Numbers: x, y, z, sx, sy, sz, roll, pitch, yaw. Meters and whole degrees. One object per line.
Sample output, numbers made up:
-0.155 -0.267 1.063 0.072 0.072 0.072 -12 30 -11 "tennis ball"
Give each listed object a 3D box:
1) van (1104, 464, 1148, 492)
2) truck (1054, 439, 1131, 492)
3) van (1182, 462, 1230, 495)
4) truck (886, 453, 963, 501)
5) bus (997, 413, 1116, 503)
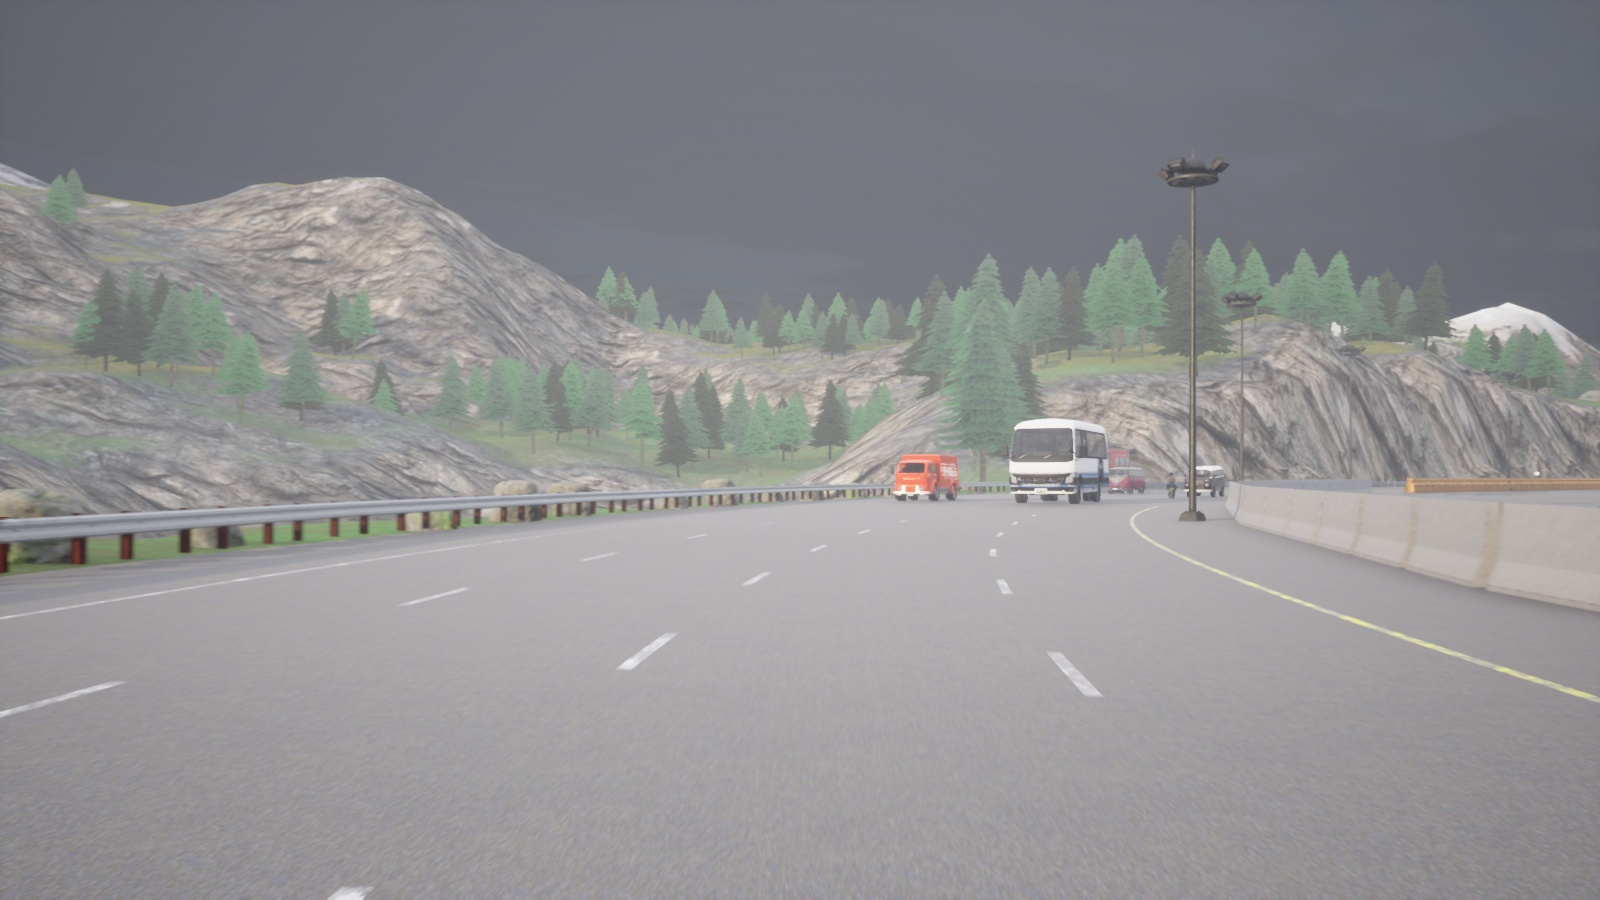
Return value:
23.788 2.055 91.594 1.775 1.987 4.442 -1 -1 33 "van"
22.428 1.213 95.992 2.891 3.827 8.468 -1 -1 34 "truck"
27.051 1.872 83.573 2.069 2.038 4.480 -1 1 31 "van"
6.655 1.426 66.492 2.627 2.467 5.204 -1 -1 23 "truck"
13.349 0.490 64.430 3.944 4.253 10.273 -1 -1 23 "bus"
